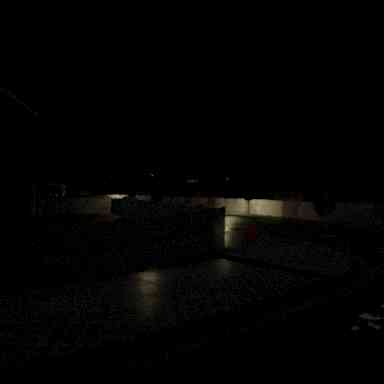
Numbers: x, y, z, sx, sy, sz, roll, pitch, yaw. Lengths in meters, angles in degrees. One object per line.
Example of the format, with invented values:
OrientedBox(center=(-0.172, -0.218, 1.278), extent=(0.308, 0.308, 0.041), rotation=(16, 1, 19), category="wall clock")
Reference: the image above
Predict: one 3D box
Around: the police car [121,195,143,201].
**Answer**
OrientedBox(center=(-8.380, 1.291, 46.545), extent=(1.930, 1.638, 5.238), rotation=(2, -1, -42), category="police car")
